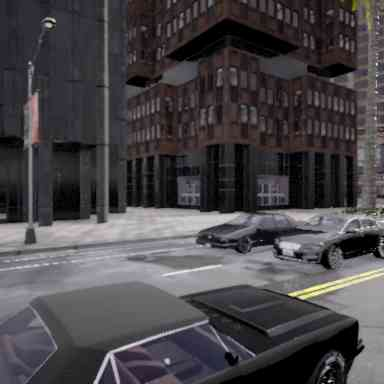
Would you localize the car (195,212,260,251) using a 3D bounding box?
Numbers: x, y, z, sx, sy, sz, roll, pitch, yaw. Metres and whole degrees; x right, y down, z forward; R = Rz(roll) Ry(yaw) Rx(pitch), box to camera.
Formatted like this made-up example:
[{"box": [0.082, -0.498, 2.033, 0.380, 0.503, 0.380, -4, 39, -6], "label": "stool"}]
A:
[{"box": [2.748, 1.550, 13.630, 5.357, 1.411, 2.033, 0, 0, -35], "label": "car"}]

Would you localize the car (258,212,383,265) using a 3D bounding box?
[{"box": [4.781, 1.493, 11.089, 4.902, 1.511, 2.128, 0, 0, -35], "label": "car"}]

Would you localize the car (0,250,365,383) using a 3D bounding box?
[{"box": [-0.379, 1.601, 3.169, 4.718, 1.301, 1.895, 0, 0, -36], "label": "car"}]
